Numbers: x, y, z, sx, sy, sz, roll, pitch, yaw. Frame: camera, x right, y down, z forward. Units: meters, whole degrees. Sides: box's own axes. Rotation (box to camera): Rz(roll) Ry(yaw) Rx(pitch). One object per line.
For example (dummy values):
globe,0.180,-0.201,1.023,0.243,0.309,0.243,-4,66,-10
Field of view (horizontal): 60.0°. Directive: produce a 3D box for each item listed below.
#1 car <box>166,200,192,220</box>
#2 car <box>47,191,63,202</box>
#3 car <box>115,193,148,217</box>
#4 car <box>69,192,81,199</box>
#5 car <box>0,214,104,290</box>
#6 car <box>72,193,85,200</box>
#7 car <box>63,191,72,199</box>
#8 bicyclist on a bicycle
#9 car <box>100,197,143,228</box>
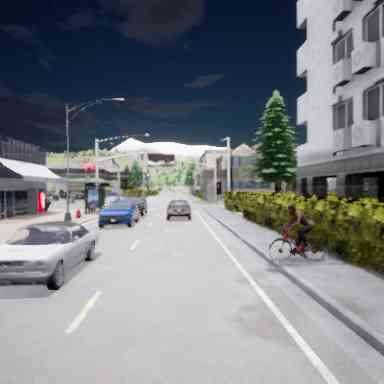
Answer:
car,-1.001,1.290,25.343,2.033,1.411,5.357,0,1,-3
car,-25.234,0.986,59.415,1.970,1.475,3.806,0,1,-3
car,-4.683,1.036,27.032,1.882,1.535,5.008,0,1,-3
car,-29.772,0.880,84.766,1.970,1.475,3.806,0,1,-3
car,-3.961,1.538,9.021,1.895,1.301,4.718,0,1,-3
car,-21.914,0.951,66.632,2.007,1.523,4.514,0,1,-3
car,-29.329,0.703,76.296,1.932,1.855,4.605,0,1,-3
bicyclist on a bicycle,2.965,1.182,9.360,1.656,1.620,0.582,0,1,-3
car,-4.487,1.293,20.931,1.882,1.535,5.008,0,0,-3
